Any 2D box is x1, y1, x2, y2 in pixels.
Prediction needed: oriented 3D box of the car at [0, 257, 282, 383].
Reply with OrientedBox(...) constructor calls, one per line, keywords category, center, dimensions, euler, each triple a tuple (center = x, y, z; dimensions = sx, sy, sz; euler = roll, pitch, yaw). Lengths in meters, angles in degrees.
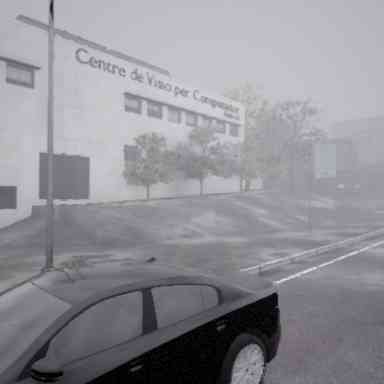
OrientedBox(category="car", center=(-1.087, 1.535, 3.372), dimensions=(5.008, 1.535, 1.882), euler=(0, -1, -42))
